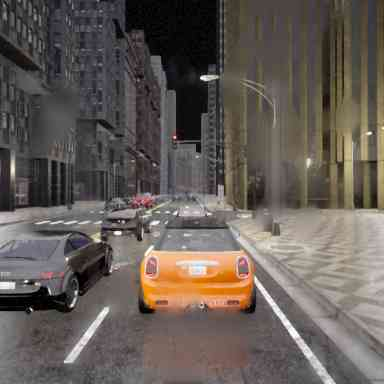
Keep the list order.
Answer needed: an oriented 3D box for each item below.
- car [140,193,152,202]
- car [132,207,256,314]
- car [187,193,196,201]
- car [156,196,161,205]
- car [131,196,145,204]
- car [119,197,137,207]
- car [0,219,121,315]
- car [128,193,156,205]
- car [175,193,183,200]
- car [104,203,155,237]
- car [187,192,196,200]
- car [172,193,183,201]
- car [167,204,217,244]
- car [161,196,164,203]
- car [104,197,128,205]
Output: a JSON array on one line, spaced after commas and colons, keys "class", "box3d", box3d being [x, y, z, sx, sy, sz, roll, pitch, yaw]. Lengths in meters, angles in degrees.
[{"class": "car", "box3d": [-9.833, 1.187, 71.650, 2.097, 1.767, 4.553, 0, 0, 0]}, {"class": "car", "box3d": [0.095, 1.349, 7.771, 2.097, 1.767, 4.553, 0, 0, 0]}, {"class": "car", "box3d": [-0.085, 1.339, 74.321, 1.812, 1.442, 4.674, 0, 0, 0]}, {"class": "car", "box3d": [-6.648, 1.417, 54.941, 1.812, 1.442, 4.674, 0, 0, 0]}, {"class": "car", "box3d": [-9.884, 1.469, 61.452, 1.895, 1.301, 4.718, 0, 0, 0]}, {"class": "car", "box3d": [-9.905, 1.467, 51.588, 1.994, 1.385, 4.181, 0, 0, 0]}, {"class": "car", "box3d": [-3.164, 1.561, 7.674, 1.994, 1.385, 4.181, 0, 0, 0]}, {"class": "car", "box3d": [-6.623, 1.148, 44.790, 2.150, 2.045, 5.566, 0, 0, 2]}, {"class": "car", "box3d": [-3.347, 1.119, 84.322, 1.837, 1.490, 4.892, 0, 0, 0]}, {"class": "car", "box3d": [-3.166, 1.493, 16.570, 1.837, 1.490, 4.892, 0, 0, 0]}, {"class": "car", "box3d": [-0.097, 0.975, 84.295, 2.097, 1.767, 4.553, 0, 0, 0]}, {"class": "car", "box3d": [-3.335, 1.170, 74.286, 2.097, 1.767, 4.553, 0, 0, 0]}, {"class": "car", "box3d": [0.013, 1.479, 16.777, 2.128, 1.511, 4.902, 0, 0, 1]}, {"class": "car", "box3d": [-6.608, 1.401, 65.552, 2.033, 1.411, 5.357, 0, 0, 1]}, {"class": "car", "box3d": [-9.896, 1.438, 42.675, 1.837, 1.490, 4.892, 0, 0, 0]}]
